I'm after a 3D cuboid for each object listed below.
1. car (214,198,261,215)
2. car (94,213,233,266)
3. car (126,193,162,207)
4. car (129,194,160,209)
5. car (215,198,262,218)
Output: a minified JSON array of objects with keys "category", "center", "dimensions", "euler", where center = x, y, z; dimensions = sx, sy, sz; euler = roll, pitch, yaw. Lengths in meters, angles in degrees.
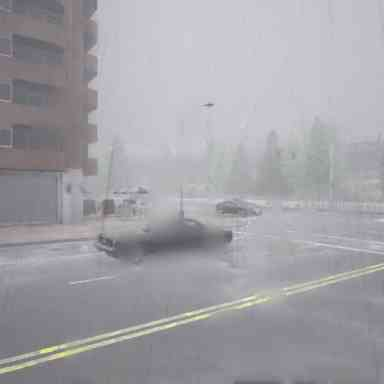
[{"category":"car","center":[4.647,1.436,34.962],"dimensions":[2.128,1.511,4.902],"euler":[0,0,-36]},{"category":"car","center":[-0.921,1.601,11.698],"dimensions":[4.718,1.301,1.895],"euler":[0,0,-33]},{"category":"car","center":[-7.332,1.166,50.410],"dimensions":[5.566,2.045,2.150],"euler":[0,0,40]},{"category":"car","center":[-6.598,1.436,44.417],"dimensions":[2.128,1.511,4.902],"euler":[0,0,-40]},{"category":"car","center":[4.065,1.437,29.740],"dimensions":[2.128,1.511,4.902],"euler":[0,0,-35]}]
